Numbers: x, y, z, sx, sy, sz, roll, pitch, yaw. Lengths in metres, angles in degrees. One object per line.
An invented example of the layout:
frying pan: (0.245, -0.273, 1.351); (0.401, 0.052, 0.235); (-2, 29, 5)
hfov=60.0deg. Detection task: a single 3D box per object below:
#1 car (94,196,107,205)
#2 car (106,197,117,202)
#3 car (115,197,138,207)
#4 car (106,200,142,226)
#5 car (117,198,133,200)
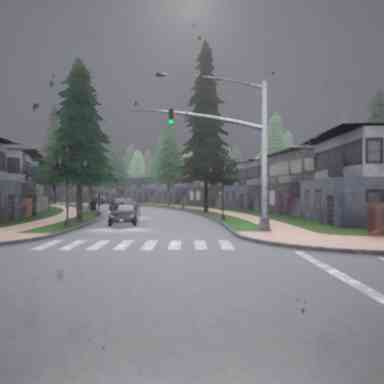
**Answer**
car: (-16.371, 1.533, 60.875); (1.812, 1.442, 4.674); (0, 0, -45)
car: (-9.242, 1.498, 42.301); (1.837, 1.490, 4.892); (0, 0, -23)
car: (-10.434, 1.563, 52.765); (1.994, 1.385, 4.181); (0, 0, -35)
car: (-4.659, 1.507, 23.242); (1.812, 1.442, 4.674); (0, 0, -5)
car: (-6.103, 1.535, 32.824); (2.033, 1.411, 5.357); (0, 0, -14)
